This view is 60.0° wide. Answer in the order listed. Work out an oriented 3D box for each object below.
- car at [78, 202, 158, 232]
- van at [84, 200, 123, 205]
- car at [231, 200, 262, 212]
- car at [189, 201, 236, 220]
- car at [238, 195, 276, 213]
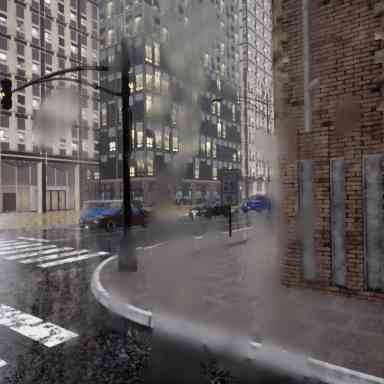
[{"bbox_3d":[-4.447,1.614,21.115,2.033,1.411,5.357,-1,-1,36],"label":"car"},{"bbox_3d":[-5.964,1.460,23.450,1.690,1.788,3.998,-2,-1,36],"label":"van"},{"bbox_3d":[6.869,1.689,41.360,1.752,1.417,4.829,-2,-1,36],"label":"car"},{"bbox_3d":[1.635,1.579,29.603,2.128,1.511,4.902,-1,-1,36],"label":"car"},{"bbox_3d":[7.726,1.330,38.097,2.150,2.045,5.566,-1,-1,36],"label":"car"}]
